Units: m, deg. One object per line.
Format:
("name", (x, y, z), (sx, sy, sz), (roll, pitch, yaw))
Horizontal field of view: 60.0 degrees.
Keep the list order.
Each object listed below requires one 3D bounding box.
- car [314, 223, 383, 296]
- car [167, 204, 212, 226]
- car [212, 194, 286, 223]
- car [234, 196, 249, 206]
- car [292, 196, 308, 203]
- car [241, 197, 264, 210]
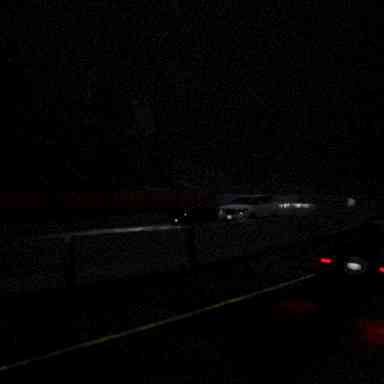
("car", (5.064, 1.510, 8.297), (5.357, 1.411, 2.033), (0, 0, -43))
("car", (0.399, 1.577, 23.795), (1.895, 1.301, 4.718), (0, 0, 41))
("car", (4.052, 1.177, 22.693), (2.150, 2.045, 5.566), (0, 0, 39))
("car", (8.101, 1.447, 54.008), (2.033, 1.411, 5.357), (0, 0, 13))
("car", (19.888, 1.421, 61.226), (1.895, 1.301, 4.718), (0, 0, 6))
("car", (7.688, 1.419, 41.805), (1.837, 1.490, 4.892), (0, 0, 23))
